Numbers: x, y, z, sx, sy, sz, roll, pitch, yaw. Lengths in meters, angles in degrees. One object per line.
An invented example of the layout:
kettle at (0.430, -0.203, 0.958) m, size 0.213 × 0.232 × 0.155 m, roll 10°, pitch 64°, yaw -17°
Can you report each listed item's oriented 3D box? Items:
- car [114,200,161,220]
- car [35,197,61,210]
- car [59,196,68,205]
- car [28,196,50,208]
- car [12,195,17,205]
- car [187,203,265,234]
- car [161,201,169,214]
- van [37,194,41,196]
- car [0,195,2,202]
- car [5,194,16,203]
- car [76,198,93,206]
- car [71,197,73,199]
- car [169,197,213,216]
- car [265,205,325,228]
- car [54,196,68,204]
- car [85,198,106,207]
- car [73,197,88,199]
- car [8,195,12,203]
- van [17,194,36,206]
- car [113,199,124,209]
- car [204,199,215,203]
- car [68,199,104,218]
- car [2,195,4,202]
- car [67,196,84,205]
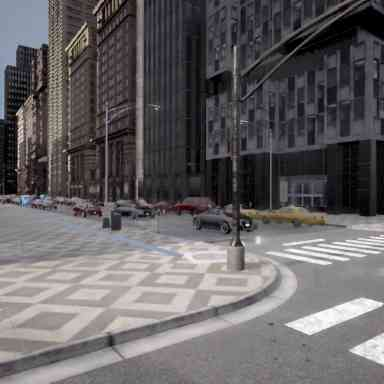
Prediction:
car at (-4.789, 1.627, 28.810) m, size 1.994 × 1.385 × 4.181 m, roll 0°, pitch 0°, yaw -36°
car at (-19.625, 1.696, 45.164) m, size 1.802 × 1.307 × 4.206 m, roll 0°, pitch 0°, yaw -35°
car at (-23.534, 1.780, 60.840) m, size 1.895 × 1.301 × 4.718 m, roll 0°, pitch 0°, yaw -36°
car at (-22.861, 1.712, 49.737) m, size 1.802 × 1.307 × 4.206 m, roll 0°, pitch 0°, yaw -35°
car at (-32.471, 1.705, 63.318) m, size 1.752 × 1.417 × 4.829 m, roll 0°, pitch 0°, yaw -35°
car at (1.842, 1.596, 19.448) m, size 1.994 × 1.385 × 4.181 m, roll 0°, pitch 0°, yaw -35°
car at (-2.968, 1.643, 36.384) m, size 1.887 × 1.381 × 4.507 m, roll 0°, pitch 0°, yaw -35°
van at (-38.562, 1.622, 86.684) m, size 1.690 × 1.788 × 3.998 m, roll 0°, pitch 0°, yaw -35°
car at (-45.512, 1.690, 81.748) m, size 1.967 × 1.590 × 4.097 m, roll 0°, pitch 0°, yaw -35°
car at (-39.041, 1.529, 72.603) m, size 2.192 × 1.841 × 5.009 m, roll 0°, pitch 0°, yaw -35°
car at (-19.147, 1.760, 59.248) m, size 1.802 × 1.307 × 4.206 m, roll 0°, pitch 0°, yaw -35°
car at (-17.516, 1.654, 52.339) m, size 1.837 × 1.490 × 4.892 m, roll 0°, pitch 0°, yaw -35°
car at (0.267, 1.398, 31.812) m, size 2.192 × 1.841 × 5.009 m, roll 0°, pitch 0°, yaw -35°
car at (6.641, 1.579, 22.805) m, size 1.752 × 1.417 × 4.829 m, roll 0°, pitch 0°, yaw -35°
car at (-28.854, 1.668, 72.965) m, size 1.967 × 1.590 × 4.097 m, roll 0°, pitch 0°, yaw -35°
car at (-15.911, 1.727, 54.675) m, size 1.947 × 1.339 × 4.313 m, roll 0°, pitch 0°, yaw -35°
car at (-12.124, 1.600, 39.215) m, size 1.837 × 1.490 × 4.892 m, roll 0°, pitch 0°, yaw -35°
car at (-35.804, 1.779, 68.029) m, size 1.802 × 1.307 × 4.206 m, roll 0°, pitch 0°, yaw -35°
van at (-29.333, 1.505, 58.884) m, size 1.690 × 1.788 × 3.998 m, roll 0°, pitch 0°, yaw -35°
car at (-9.440, 1.680, 45.530) m, size 2.008 × 1.369 × 4.403 m, roll 0°, pitch 0°, yaw -35°
car at (3.405, 1.594, 27.377) m, size 1.752 × 1.417 × 4.829 m, roll 0°, pitch 0°, yaw -35°
car at (-9.917, 1.612, 31.446) m, size 1.887 × 1.381 × 4.507 m, roll 0°, pitch 0°, yaw -35°
car at (-42.277, 1.814, 77.175) m, size 1.802 × 1.307 × 4.206 m, roll 0°, pitch 0°, yaw -35°
car at (-22.383, 1.634, 63.820) m, size 1.967 × 1.590 × 4.097 m, roll 0°, pitch 0°, yaw -35°
